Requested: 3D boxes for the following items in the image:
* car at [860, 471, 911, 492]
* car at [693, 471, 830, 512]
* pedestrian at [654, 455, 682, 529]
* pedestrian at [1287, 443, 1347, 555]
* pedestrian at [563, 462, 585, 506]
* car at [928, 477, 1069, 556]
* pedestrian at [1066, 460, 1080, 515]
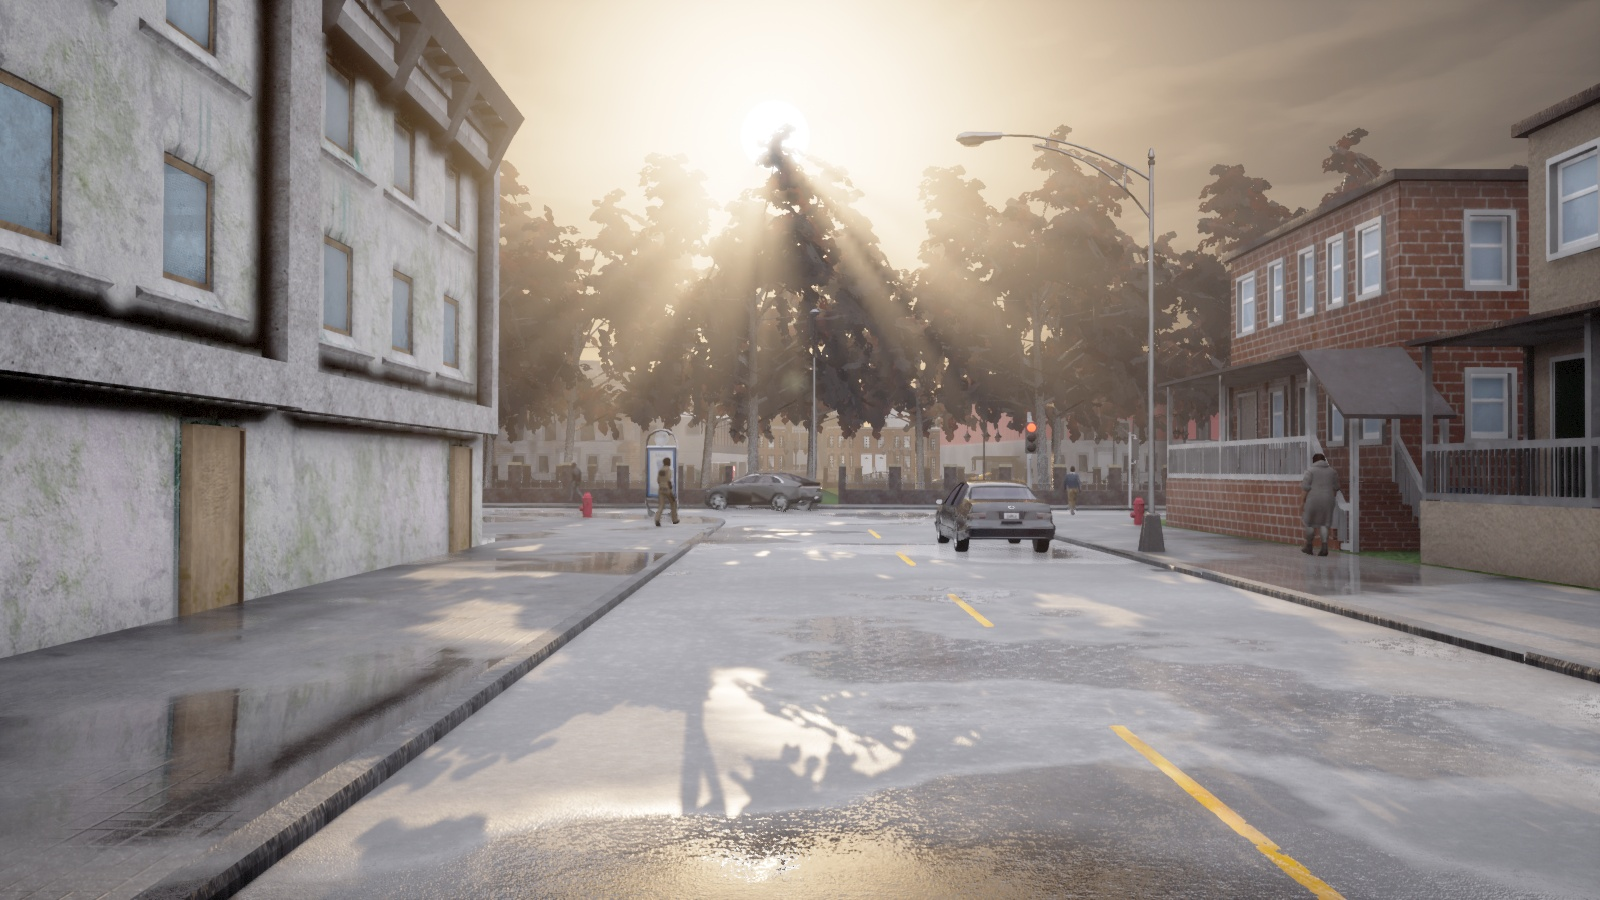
[{"bbox_3d":[6.412,2.351,94.551,3.705,1.549,1.789,0,-1,0],"label":"car"},{"bbox_3d":[-1.504,1.587,48.361,4.902,1.511,2.128,-1,-1,32],"label":"car"},{"bbox_3d":[-3.448,1.088,32.836,0.396,1.930,0.692,-1,-1,31],"label":"pedestrian"},{"bbox_3d":[9.175,0.861,22.307,0.659,1.952,0.873,0,-1,-2],"label":"pedestrian"},{"bbox_3d":[-9.801,1.478,54.570,0.849,1.883,0.563,0,-1,0],"label":"pedestrian"},{"bbox_3d":[3.925,1.279,25.795,2.033,1.411,5.357,0,-1,0],"label":"car"},{"bbox_3d":[9.765,1.322,44.939,0.423,1.949,0.788,0,-1,8],"label":"pedestrian"}]
